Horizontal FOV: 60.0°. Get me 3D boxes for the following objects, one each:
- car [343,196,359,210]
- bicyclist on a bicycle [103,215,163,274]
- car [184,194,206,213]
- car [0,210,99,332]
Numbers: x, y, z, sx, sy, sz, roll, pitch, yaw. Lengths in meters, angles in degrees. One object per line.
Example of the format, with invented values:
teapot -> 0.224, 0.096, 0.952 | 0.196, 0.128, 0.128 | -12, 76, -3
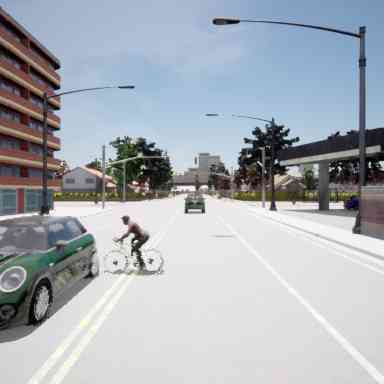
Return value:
car -> 20.501, 1.295, 39.459 | 4.611, 1.667, 2.242 | 0, 0, 2
bicyclist on a bicycle -> -1.628, 1.455, 9.108 | 1.656, 1.620, 0.582 | -2, 0, 0
car -> 0.311, 1.221, 36.541 | 2.150, 2.045, 5.566 | 0, 0, 0
car -> -3.562, 1.352, 7.046 | 2.097, 1.767, 4.553 | 0, 0, 0
